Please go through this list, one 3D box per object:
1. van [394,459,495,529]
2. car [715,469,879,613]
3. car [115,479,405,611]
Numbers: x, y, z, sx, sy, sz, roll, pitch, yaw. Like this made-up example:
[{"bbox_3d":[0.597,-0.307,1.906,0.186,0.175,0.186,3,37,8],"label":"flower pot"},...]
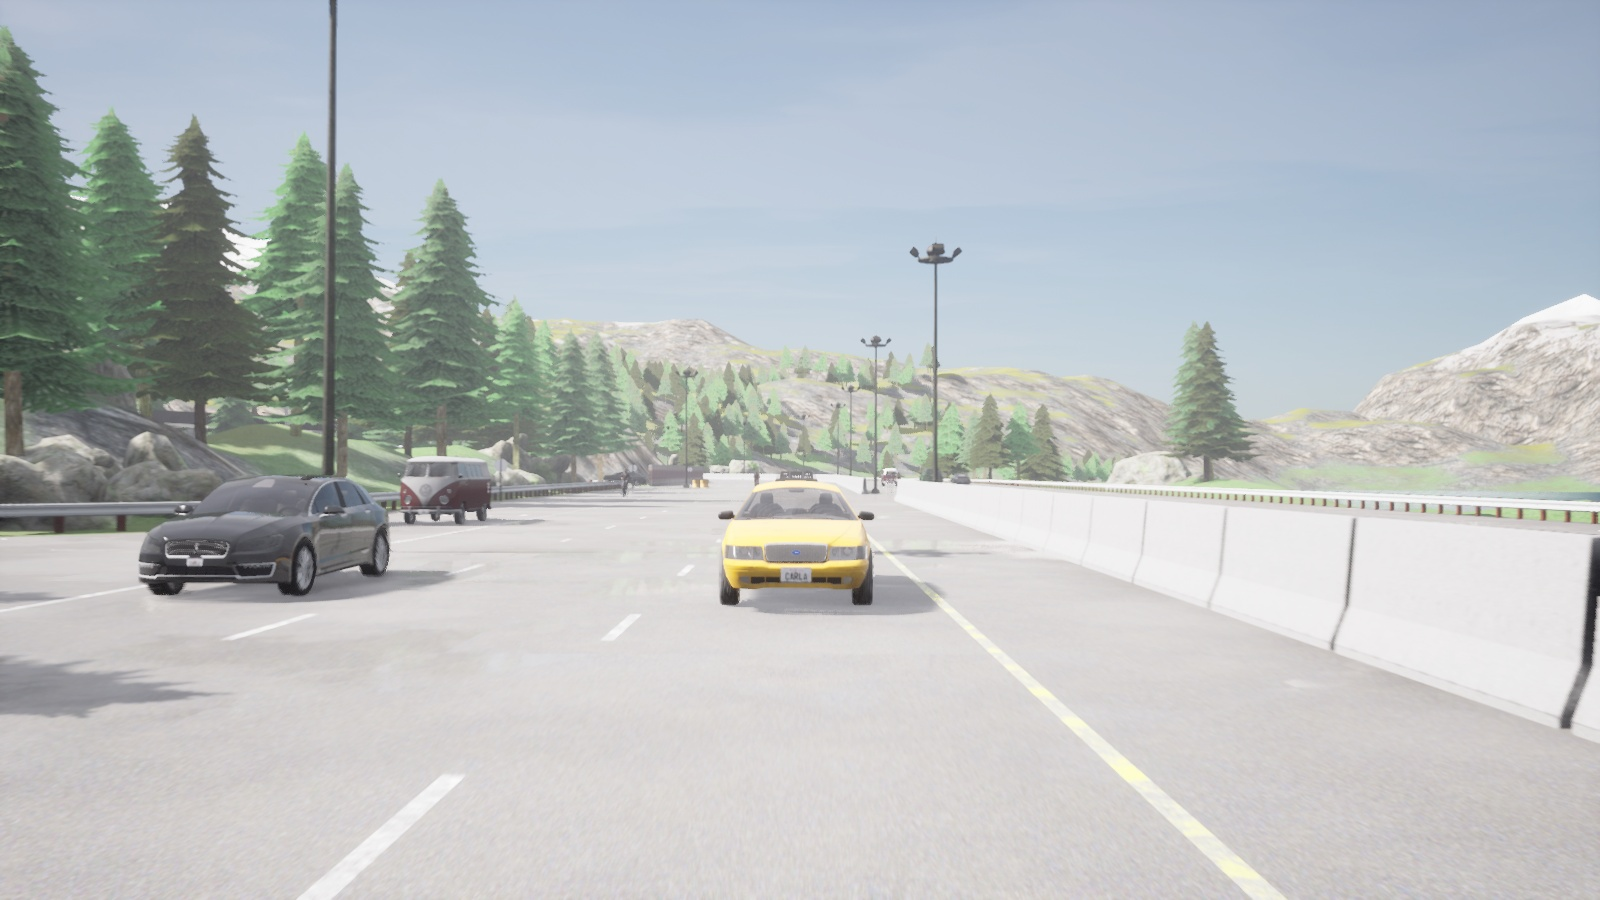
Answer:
[{"bbox_3d":[-10.589,1.288,37.753,1.775,1.987,4.442,0,-1,0],"label":"van"},{"bbox_3d":[-0.040,1.051,16.513,1.801,1.575,5.366,0,-1,0],"label":"car"},{"bbox_3d":[-7.041,1.155,17.036,1.837,1.490,4.892,0,-1,0],"label":"car"}]
